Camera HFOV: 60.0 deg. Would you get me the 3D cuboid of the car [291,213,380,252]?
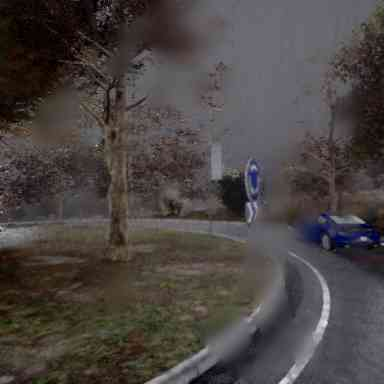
[{"bbox_3d":[6.223,1.672,15.060,1.882,1.535,5.008,0,-1,-6],"label":"car"}]
